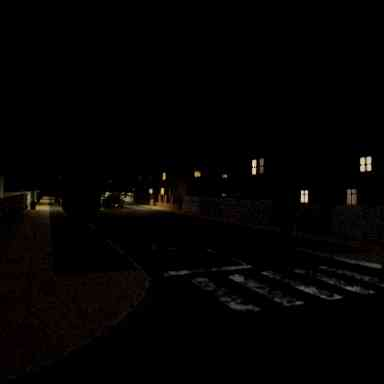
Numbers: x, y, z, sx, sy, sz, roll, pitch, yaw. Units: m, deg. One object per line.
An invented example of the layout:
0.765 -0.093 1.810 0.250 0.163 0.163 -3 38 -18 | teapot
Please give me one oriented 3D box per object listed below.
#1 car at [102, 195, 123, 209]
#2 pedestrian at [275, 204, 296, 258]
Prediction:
-9.357 1.179 39.211 1.837 1.490 4.892 1 0 -23 | car
3.120 1.273 11.031 0.375 1.860 0.375 3 -2 -23 | pedestrian
